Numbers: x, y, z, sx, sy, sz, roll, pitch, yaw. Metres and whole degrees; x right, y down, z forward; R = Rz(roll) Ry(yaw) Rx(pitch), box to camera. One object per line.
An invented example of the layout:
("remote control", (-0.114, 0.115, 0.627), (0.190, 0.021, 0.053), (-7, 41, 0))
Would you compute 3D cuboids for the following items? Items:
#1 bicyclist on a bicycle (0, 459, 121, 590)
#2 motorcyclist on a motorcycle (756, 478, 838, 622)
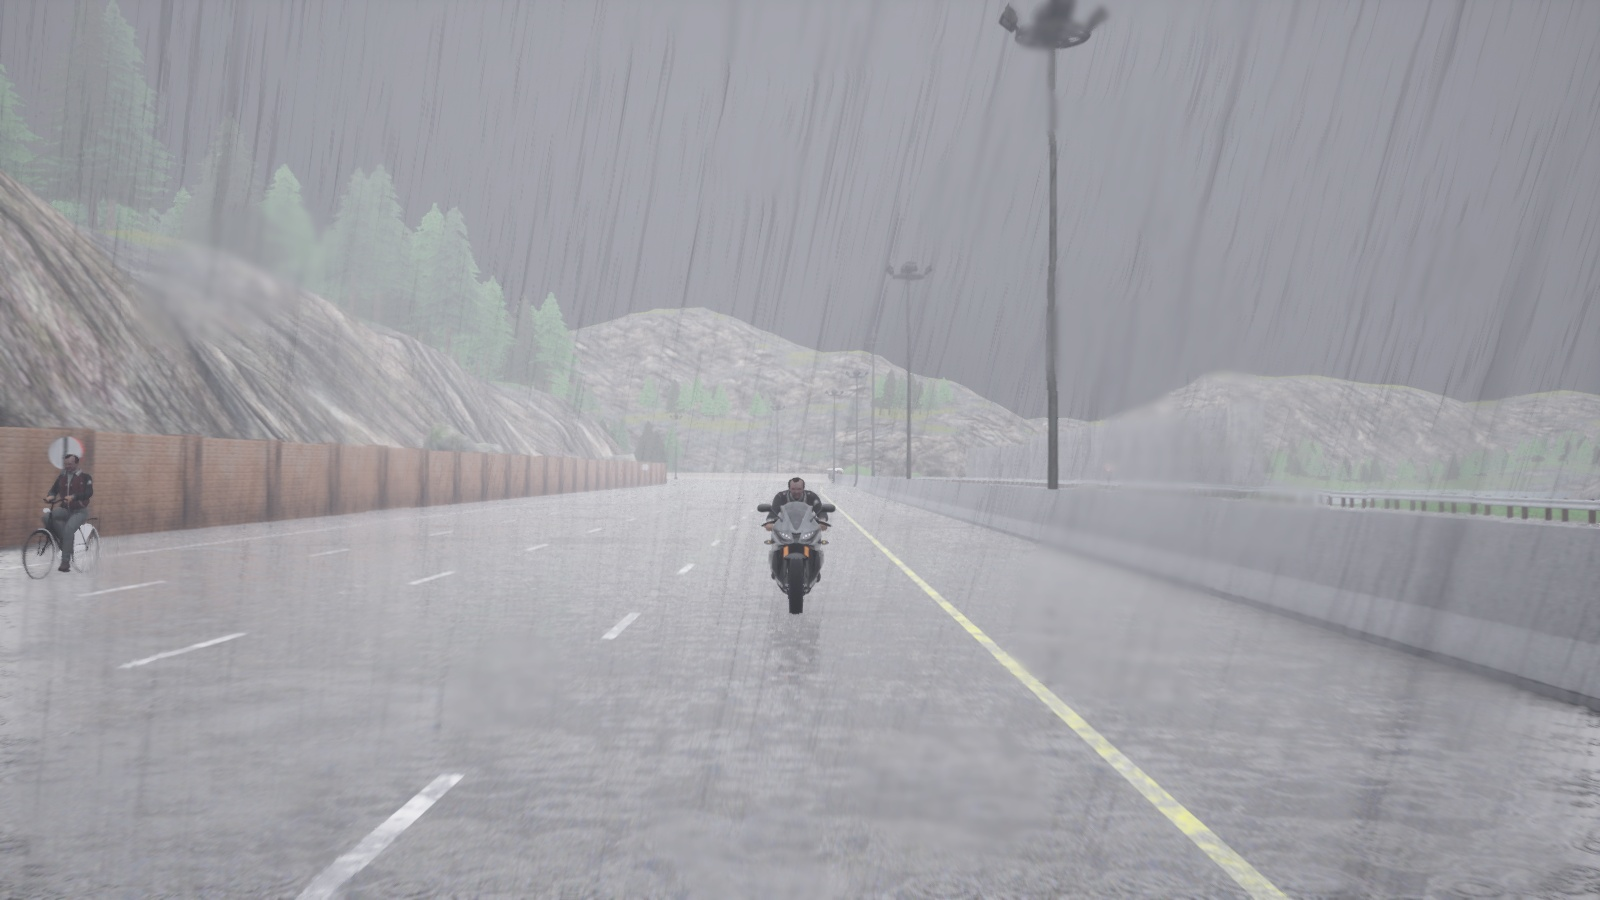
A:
("bicyclist on a bicycle", (-10.543, 1.028, 17.971), (0.659, 1.776, 1.843), (0, -1, 0))
("motorcyclist on a motorcycle", (-0.034, 1.094, 14.589), (0.866, 1.530, 2.191), (0, -1, 0))
